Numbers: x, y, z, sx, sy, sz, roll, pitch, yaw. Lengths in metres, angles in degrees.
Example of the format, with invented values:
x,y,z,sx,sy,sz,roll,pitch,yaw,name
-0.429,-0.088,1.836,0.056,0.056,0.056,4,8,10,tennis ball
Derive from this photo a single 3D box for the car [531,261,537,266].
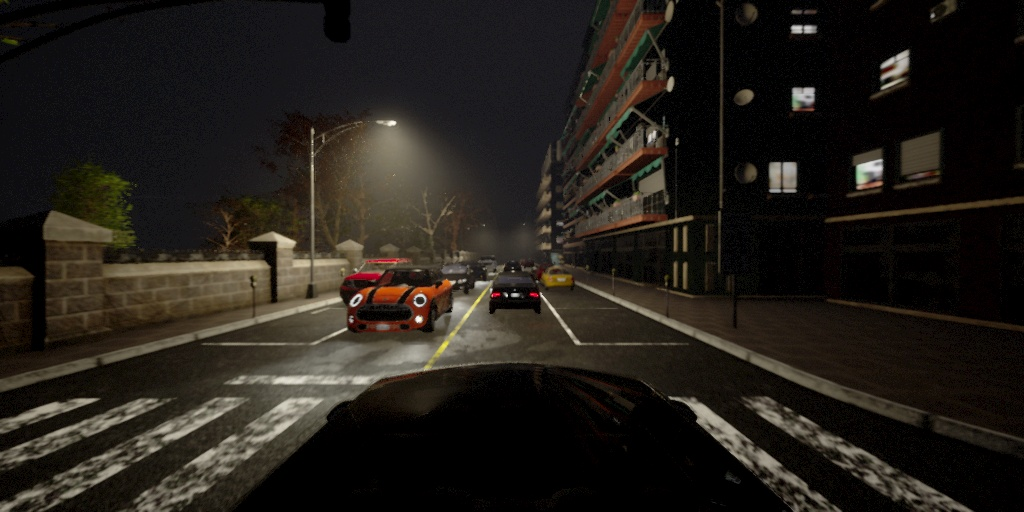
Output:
x,y,z,sx,sy,sz,roll,pitch,yaw,name
2.680,1.265,27.120,1.888,1.381,4.507,0,0,0,car

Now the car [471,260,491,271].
x,y,z,sx,sy,sz,roll,pitch,yaw,name
-3.093,1.281,29.920,1.994,1.385,4.181,0,0,0,car

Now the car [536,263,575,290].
x,y,z,sx,sy,sz,roll,pitch,yaw,name
2.682,1.251,21.755,1.751,1.417,4.829,0,0,0,car

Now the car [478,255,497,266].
x,y,z,sx,sy,sz,roll,pitch,yaw,name
-3.026,0.930,44.951,2.150,2.045,5.566,0,0,0,car

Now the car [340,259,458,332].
x,y,z,sx,sy,sz,roll,pitch,yaw,name
-3.075,1.090,10.740,2.097,1.767,4.553,0,0,0,car

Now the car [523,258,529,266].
x,y,z,sx,sy,sz,roll,pitch,yaw,name
2.669,1.242,54.796,1.888,1.381,4.507,0,0,0,car

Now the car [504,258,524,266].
x,y,z,sx,sy,sz,roll,pitch,yaw,name
0.082,1.271,41.255,1.994,1.385,4.181,0,0,0,car

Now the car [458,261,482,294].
x,y,z,sx,sy,sz,roll,pitch,yaw,name
-3.101,1.218,19.955,2.128,1.511,4.902,0,0,0,car

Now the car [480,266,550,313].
x,y,z,sx,sy,sz,roll,pitch,yaw,name
0.096,1.282,13.857,2.033,1.411,5.357,0,0,0,car

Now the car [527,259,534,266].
x,y,z,sx,sy,sz,roll,pitch,yaw,name
2.677,1.265,32.656,2.007,1.370,4.403,0,0,0,car
